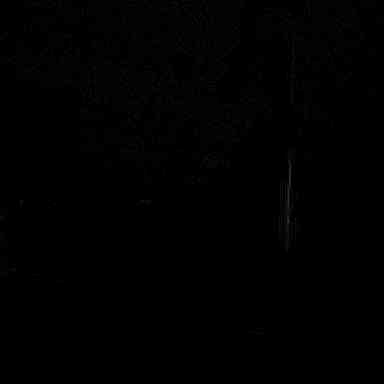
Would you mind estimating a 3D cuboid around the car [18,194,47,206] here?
[{"bbox_3d":[-19.801,1.055,42.478,2.128,1.511,4.902,2,-2,20],"label":"car"}]

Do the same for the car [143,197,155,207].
[{"bbox_3d":[-8.927,1.866,62.220,2.150,2.045,5.566,2,-2,20],"label":"car"}]

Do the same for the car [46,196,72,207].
[{"bbox_3d":[-15.979,1.336,42.787,1.895,1.301,4.718,2,-2,20],"label":"car"}]
